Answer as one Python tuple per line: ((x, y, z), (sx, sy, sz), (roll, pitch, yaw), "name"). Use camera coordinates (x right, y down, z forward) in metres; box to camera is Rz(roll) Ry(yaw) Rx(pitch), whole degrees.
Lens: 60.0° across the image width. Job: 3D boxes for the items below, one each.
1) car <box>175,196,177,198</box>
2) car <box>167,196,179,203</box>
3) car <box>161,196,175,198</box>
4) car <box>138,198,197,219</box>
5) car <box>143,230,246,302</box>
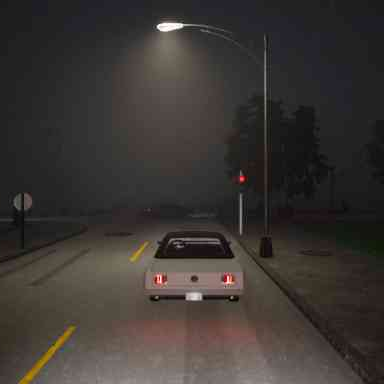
((-4.044, 1.547, 59.802), (2.033, 1.411, 5.357), (0, 0, 0), "car")
((-3.967, 1.540, 70.143), (2.033, 1.411, 5.357), (0, 0, 0), "car")
((-4.072, 1.505, 50.104), (1.837, 1.490, 4.892), (0, 0, 0), "car")
((-2.174, 1.547, 29.327), (5.357, 1.411, 2.033), (0, 0, -44), "car")
((0.060, 1.601, 8.233), (1.895, 1.301, 4.718), (0, 0, 0), "car")
